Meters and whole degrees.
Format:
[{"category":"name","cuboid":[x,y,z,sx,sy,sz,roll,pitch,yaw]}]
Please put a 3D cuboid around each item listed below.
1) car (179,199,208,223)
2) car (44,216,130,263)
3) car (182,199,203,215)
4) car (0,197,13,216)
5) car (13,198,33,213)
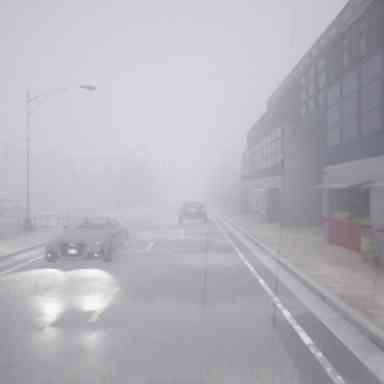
[{"category":"car","cuboid":[0.087,1.374,25.755,2.097,1.767,4.553,0,0,0]},{"category":"car","cuboid":[-3.530,1.574,11.869,1.994,1.385,4.181,0,0,1]},{"category":"car","cuboid":[0.060,1.522,35.633,2.128,1.511,4.902,0,0,1]},{"category":"car","cuboid":[-17.651,1.187,26.597,5.027,1.636,2.152,0,0,0]},{"category":"car","cuboid":[-17.972,1.271,33.014,3.806,1.475,1.970,0,0,0]}]
